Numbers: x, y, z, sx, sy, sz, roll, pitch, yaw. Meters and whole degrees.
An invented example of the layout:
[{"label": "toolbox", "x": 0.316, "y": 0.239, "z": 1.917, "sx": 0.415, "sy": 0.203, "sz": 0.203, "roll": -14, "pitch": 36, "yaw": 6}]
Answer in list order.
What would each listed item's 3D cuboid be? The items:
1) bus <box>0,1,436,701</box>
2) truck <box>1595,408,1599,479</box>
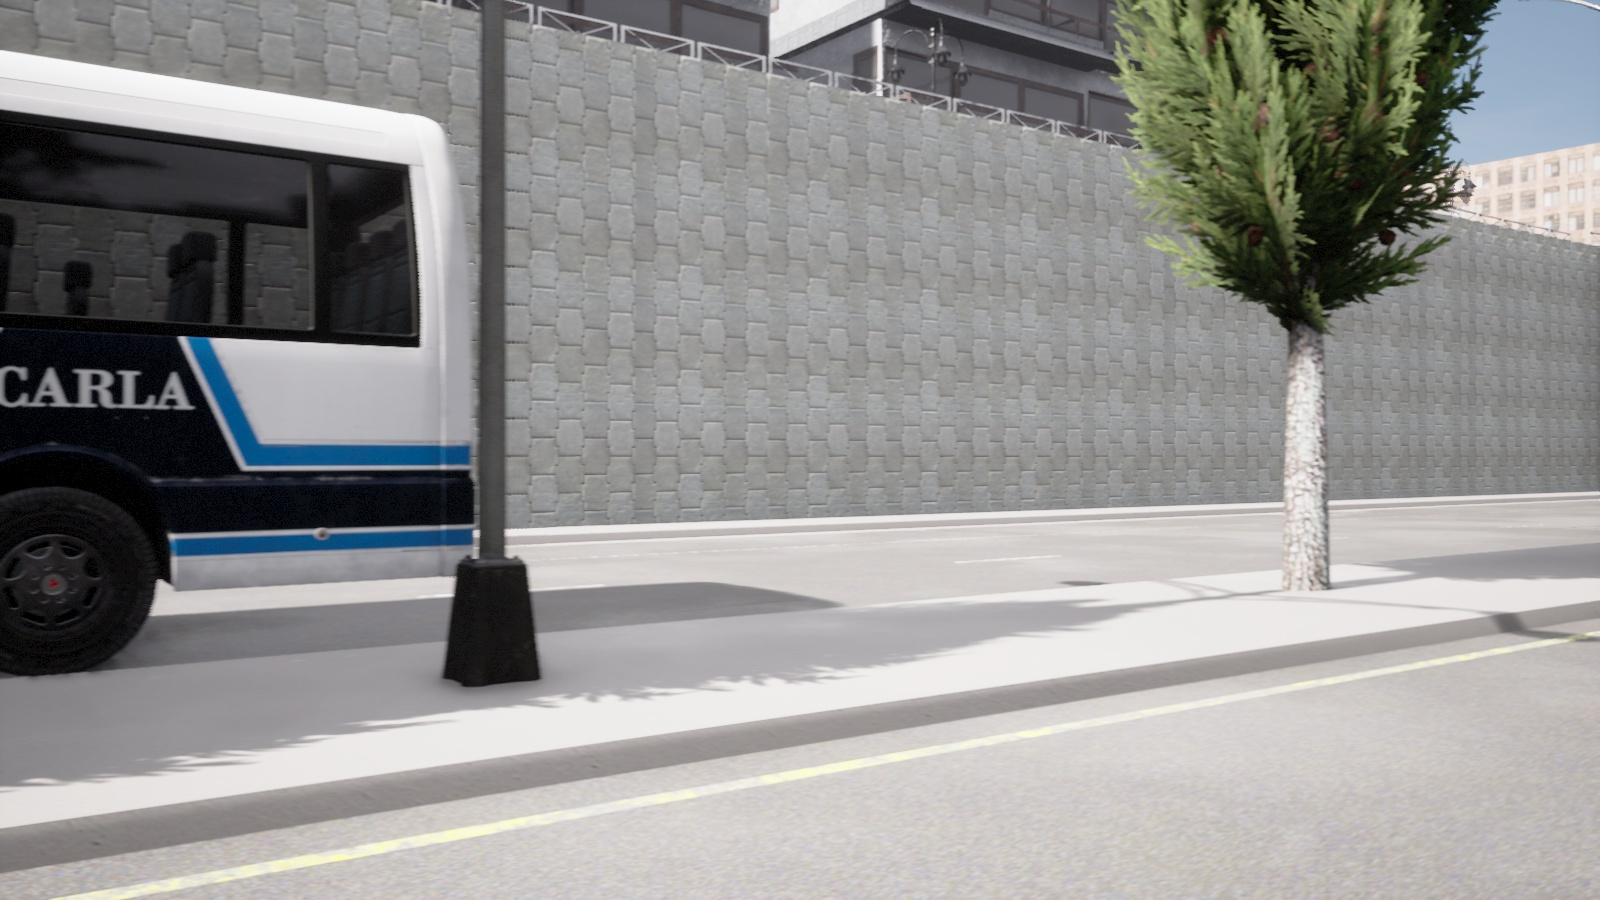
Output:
[{"label": "bus", "x": -8.002, "y": -0.595, "z": 7.843, "sx": 10.273, "sy": 4.253, "sz": 3.944, "roll": 0, "pitch": 0, "yaw": -35}, {"label": "truck", "x": 46.132, "y": -0.359, "z": 64.558, "sx": 2.891, "sy": 3.827, "sz": 8.468, "roll": 0, "pitch": 0, "yaw": -34}]
